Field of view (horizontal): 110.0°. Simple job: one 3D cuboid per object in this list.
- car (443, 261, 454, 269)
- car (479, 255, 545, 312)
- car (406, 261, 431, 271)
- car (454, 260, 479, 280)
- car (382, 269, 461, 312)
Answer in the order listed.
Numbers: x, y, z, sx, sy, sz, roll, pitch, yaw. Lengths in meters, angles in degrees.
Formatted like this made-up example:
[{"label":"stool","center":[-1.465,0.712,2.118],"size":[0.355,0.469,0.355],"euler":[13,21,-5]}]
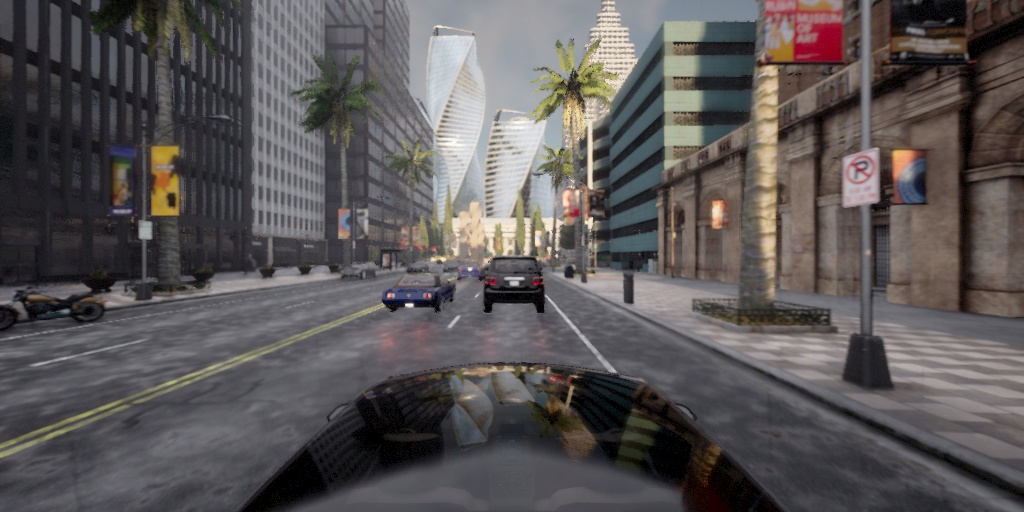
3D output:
[{"label":"car","center":[-7.154,1.358,43.794],"size":[1.994,1.385,4.181],"euler":[0,0,0]},{"label":"car","center":[0.079,0.984,14.331],"size":[2.150,2.045,5.566],"euler":[0,0,0]},{"label":"car","center":[-10.655,1.300,41.122],"size":[1.837,1.490,4.892],"euler":[0,0,0]},{"label":"car","center":[-3.449,1.133,31.427],"size":[2.097,1.767,4.553],"euler":[0,0,0]},{"label":"car","center":[-3.428,1.365,14.203],"size":[1.895,1.301,4.718],"euler":[0,0,0]}]
